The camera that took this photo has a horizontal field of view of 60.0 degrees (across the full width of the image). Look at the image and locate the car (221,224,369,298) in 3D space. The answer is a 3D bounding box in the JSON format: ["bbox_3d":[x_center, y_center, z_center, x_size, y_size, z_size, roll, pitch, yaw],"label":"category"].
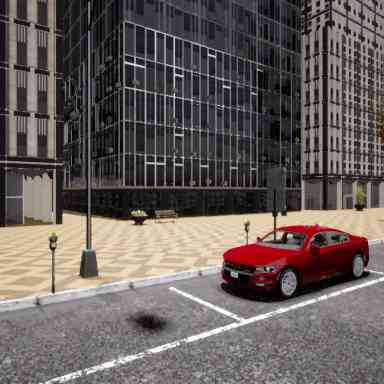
[{"bbox_3d":[2.749,1.545,8.502,4.507,1.381,1.887,0,0,-35],"label":"car"}]
